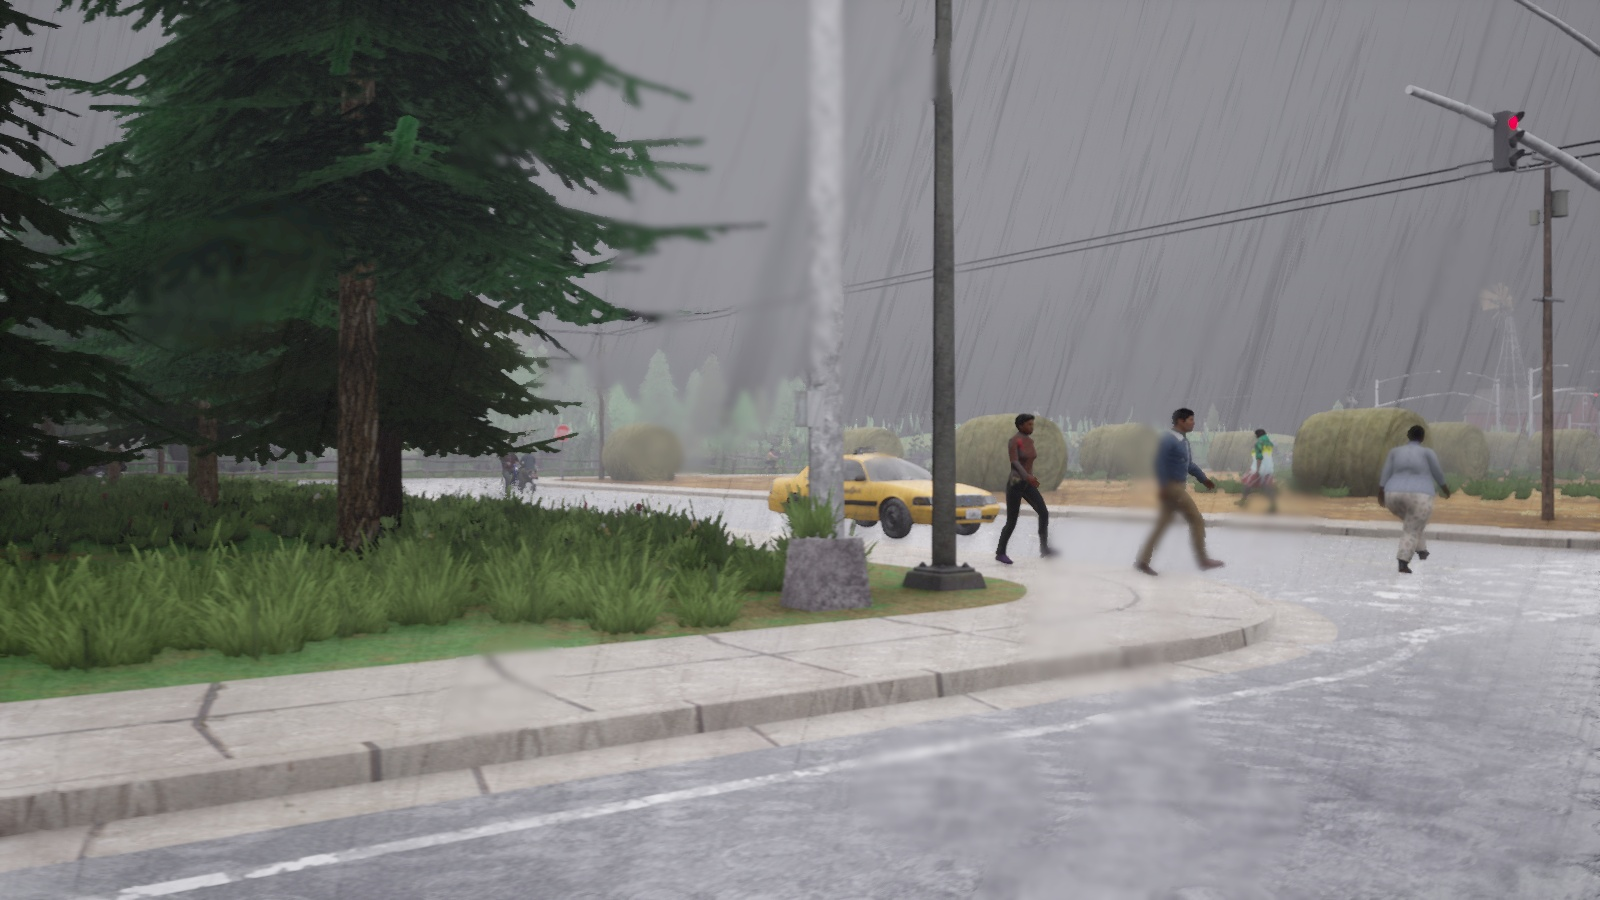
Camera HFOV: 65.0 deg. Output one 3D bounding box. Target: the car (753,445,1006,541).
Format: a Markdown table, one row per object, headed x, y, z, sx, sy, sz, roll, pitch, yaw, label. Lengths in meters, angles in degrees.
| x | y | z | sx | sy | sz | roll | pitch | yaw | label |
| --- | --- | --- | --- | --- | --- | --- | --- | --- | --- |
| 1.310 | 0.721 | 23.418 | 1.801 | 1.575 | 5.366 | 0 | 0 | -34 | car |

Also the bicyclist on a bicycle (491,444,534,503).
| x | y | z | sx | sy | sz | roll | pitch | yaw | label |
| --- | --- | --- | --- | --- | --- | --- | --- | --- | --- |
| -8.842 | 0.710 | 38.578 | 0.659 | 1.776 | 1.843 | 0 | 0 | -34 | bicyclist on a bicycle |

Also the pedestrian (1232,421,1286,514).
| x | y | z | sx | sy | sz | roll | pitch | yaw | label |
| --- | --- | --- | --- | --- | --- | --- | --- | --- | --- |
| 9.924 | 0.371 | 27.143 | 0.659 | 1.952 | 0.873 | 0 | 0 | -33 | pedestrian |

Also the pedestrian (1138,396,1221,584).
| x | y | z | sx | sy | sz | roll | pitch | yaw | label |
| --- | --- | --- | --- | --- | --- | --- | --- | --- | --- |
| 4.062 | 0.417 | 13.421 | 0.788 | 1.949 | 0.423 | 0 | 0 | 25 | pedestrian |

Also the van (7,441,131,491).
| x | y | z | sx | sy | sz | roll | pitch | yaw | label |
| --- | --- | --- | --- | --- | --- | --- | --- | --- | --- |
| -31.317 | 0.646 | 53.869 | 4.480 | 2.038 | 2.069 | -1 | 0 | -30 | van |

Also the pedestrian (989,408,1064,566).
| x | y | z | sx | sy | sz | roll | pitch | yaw | label |
| --- | --- | --- | --- | --- | --- | --- | --- | --- | --- |
| 2.677 | 0.425 | 14.857 | 0.328 | 1.805 | 0.869 | 0 | 0 | -38 | pedestrian |

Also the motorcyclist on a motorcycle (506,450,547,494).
| x | y | z | sx | sy | sz | roll | pitch | yaw | label |
| --- | --- | --- | --- | --- | --- | --- | --- | --- | --- |
| -10.226 | 0.804 | 46.937 | 0.866 | 1.590 | 1.817 | 0 | 0 | -34 | motorcyclist on a motorcycle |

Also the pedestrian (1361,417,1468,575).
| x | y | z | sx | sy | sz | roll | pitch | yaw | label |
| --- | --- | --- | --- | --- | --- | --- | --- | --- | --- |
| 7.534 | 0.539 | 15.407 | 0.900 | 1.855 | 0.874 | 0 | 0 | -39 | pedestrian |
